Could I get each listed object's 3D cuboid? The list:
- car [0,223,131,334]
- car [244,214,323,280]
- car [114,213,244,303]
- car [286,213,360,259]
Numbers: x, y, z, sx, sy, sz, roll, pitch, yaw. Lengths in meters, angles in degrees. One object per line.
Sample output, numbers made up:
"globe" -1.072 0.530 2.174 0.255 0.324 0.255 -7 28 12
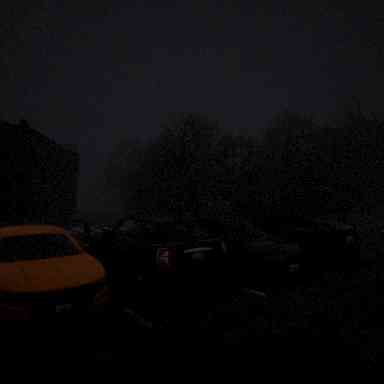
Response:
"car" -3.385 1.481 7.039 2.097 1.535 5.008 0 0 -36
"car" 1.166 1.491 10.243 2.163 1.488 4.792 0 0 -36
"car" -1.101 1.349 8.623 2.185 1.767 4.553 0 0 -36
"car" 3.398 1.477 11.907 2.163 1.488 4.792 0 0 -36
